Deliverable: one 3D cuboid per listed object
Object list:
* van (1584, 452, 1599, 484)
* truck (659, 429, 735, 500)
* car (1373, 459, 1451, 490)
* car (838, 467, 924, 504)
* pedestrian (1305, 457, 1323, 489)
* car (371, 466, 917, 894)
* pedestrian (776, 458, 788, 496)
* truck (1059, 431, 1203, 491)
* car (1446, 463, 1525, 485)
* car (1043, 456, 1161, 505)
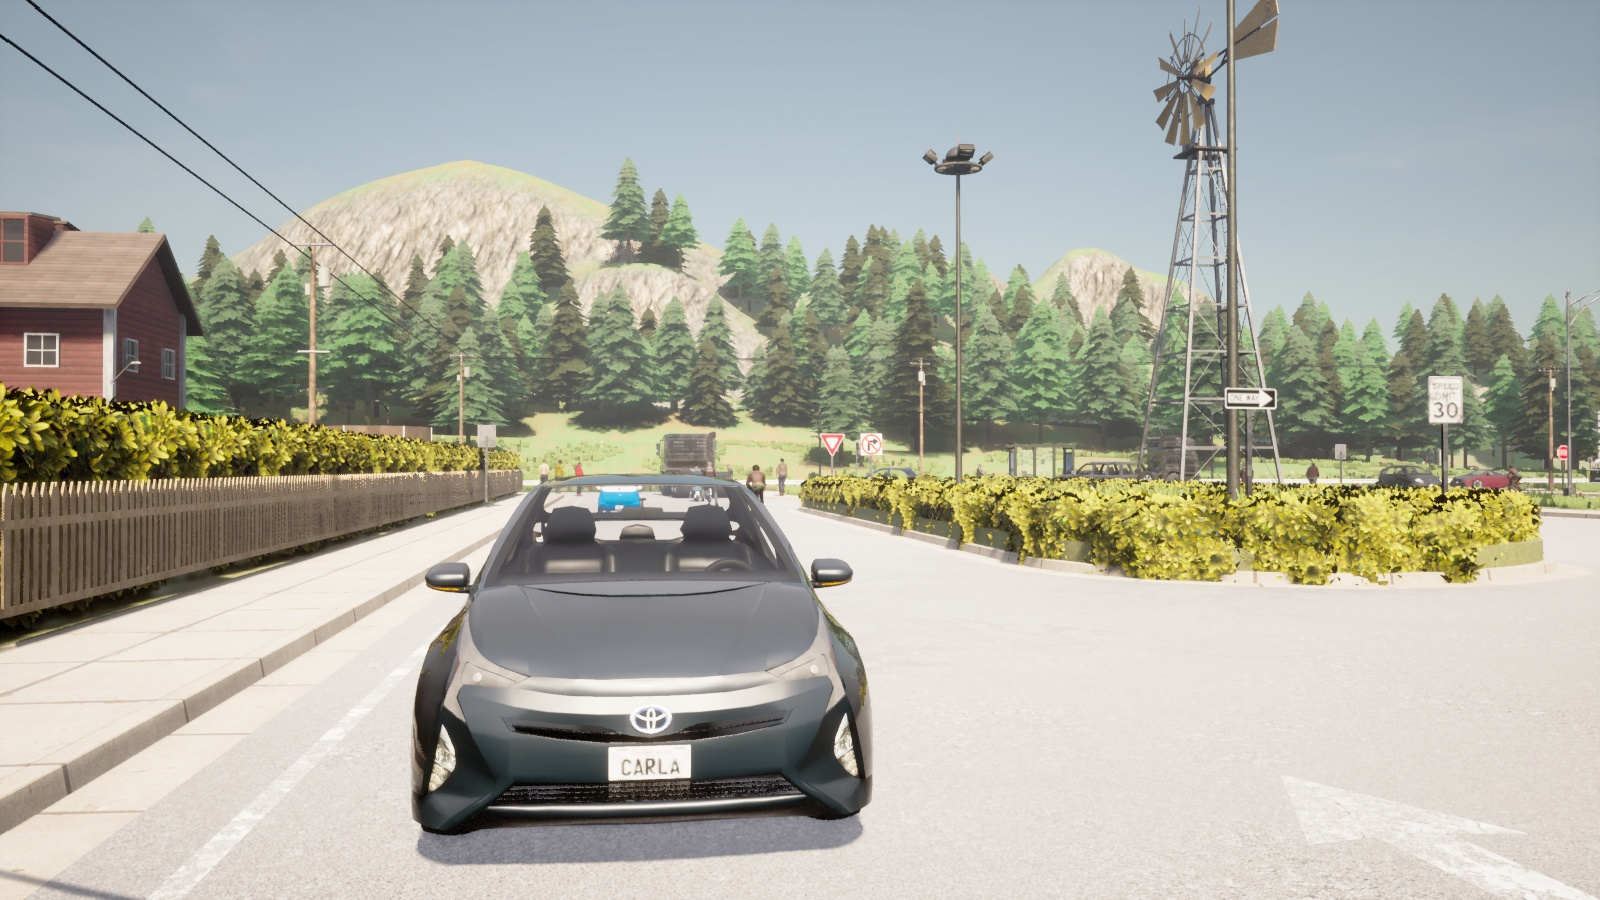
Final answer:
[{"bbox_3d":[53.348,1.155,80.930,4.480,2.038,2.069,0,-1,-8],"label":"van"},{"bbox_3d":[-5.482,0.757,65.464,2.891,3.462,7.936,0,-1,-13],"label":"truck"},{"bbox_3d":[33.350,1.339,68.544,1.851,1.617,3.988,0,-1,-8],"label":"car"},{"bbox_3d":[3.480,1.525,54.314,3.633,1.501,1.845,-1,-1,3],"label":"car"},{"bbox_3d":[30.062,1.323,73.447,0.634,1.844,0.899,-1,-1,42],"label":"pedestrian"},{"bbox_3d":[-0.869,0.862,6.907,2.007,1.525,4.514,0,-1,-8],"label":"car"},{"bbox_3d":[-0.872,1.287,60.449,0.328,1.805,0.869,0,-1,-16],"label":"pedestrian"},{"bbox_3d":[20.044,0.680,76.214,7.936,3.462,2.891,-1,-1,-8],"label":"truck"},{"bbox_3d":[45.463,1.597,83.339,4.181,1.385,1.994,0,-1,-8],"label":"car"},{"bbox_3d":[12.092,1.203,50.584,1.932,1.855,4.605,0,-1,-30],"label":"car"}]
